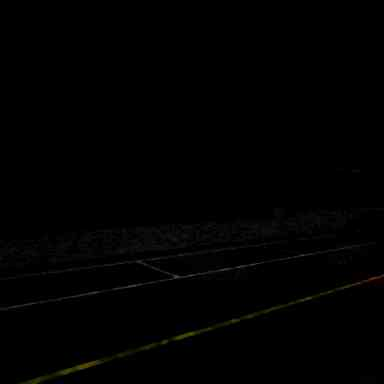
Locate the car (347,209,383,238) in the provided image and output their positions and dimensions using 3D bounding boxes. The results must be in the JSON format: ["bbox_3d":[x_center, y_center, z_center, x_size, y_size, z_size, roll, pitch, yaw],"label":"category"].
[{"bbox_3d":[10.005,1.567,17.639,4.313,1.339,1.947,0,0,-35],"label":"car"}]
